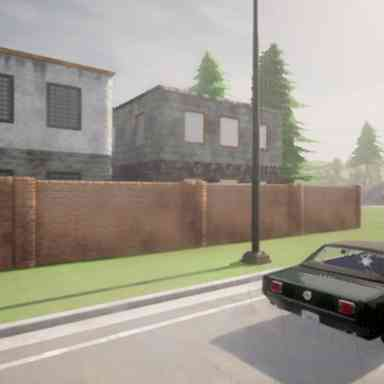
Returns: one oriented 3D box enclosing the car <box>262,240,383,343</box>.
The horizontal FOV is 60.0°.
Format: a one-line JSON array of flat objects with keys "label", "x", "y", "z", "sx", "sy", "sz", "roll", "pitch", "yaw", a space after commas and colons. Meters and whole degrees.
[{"label": "car", "x": 3.598, "y": 1.597, "z": 6.309, "sx": 4.718, "sy": 1.301, "sz": 1.895, "roll": 0, "pitch": 0, "yaw": -36}]
